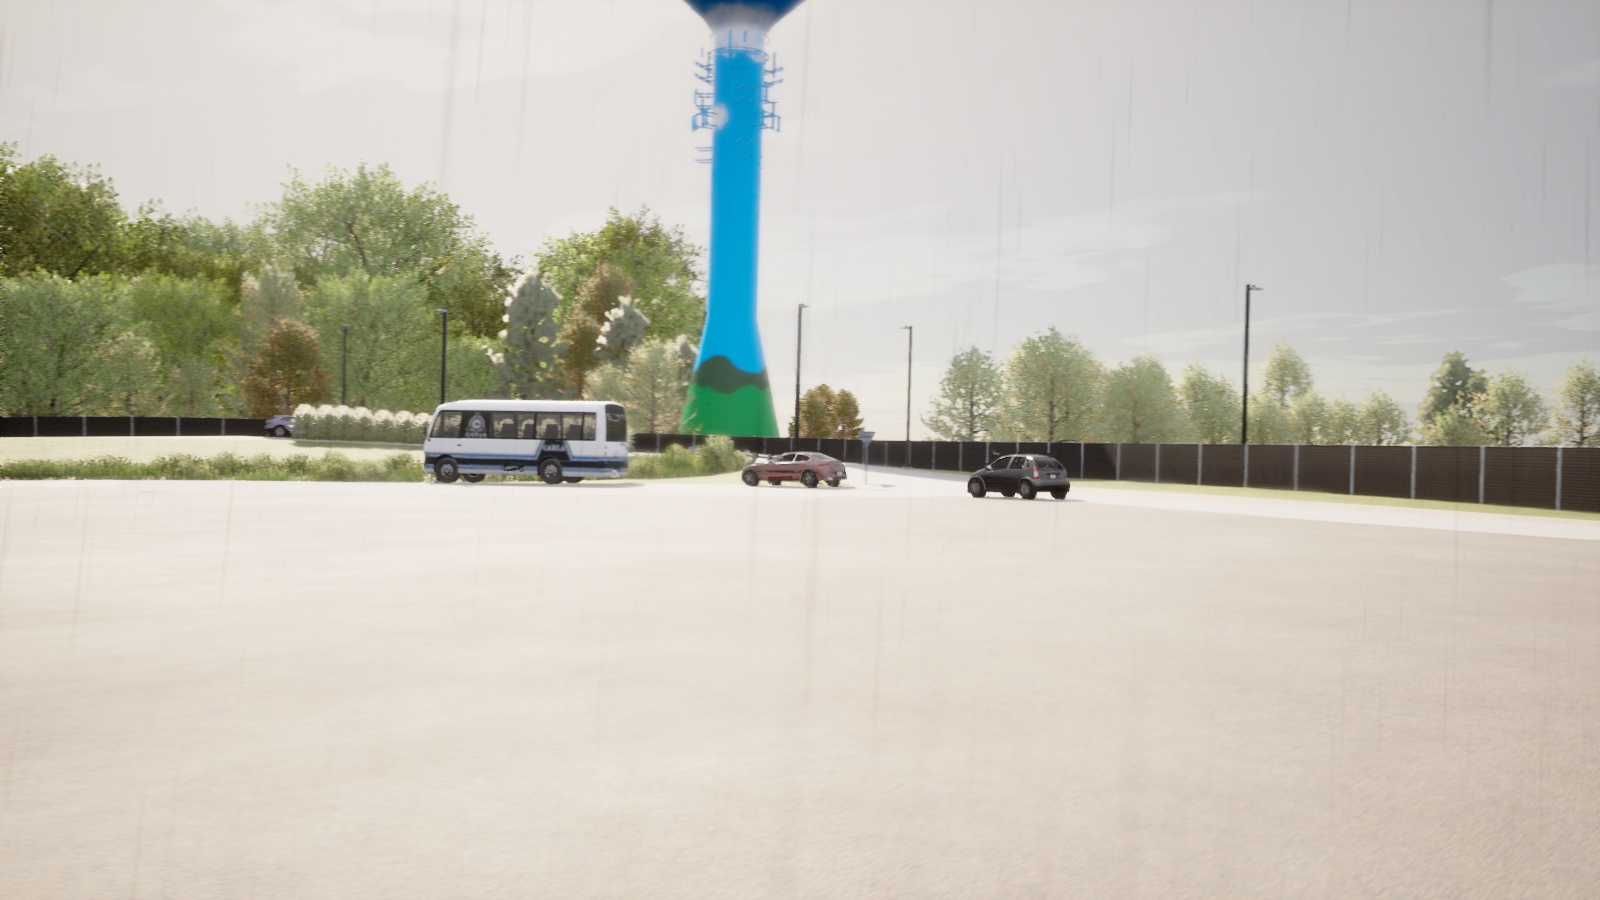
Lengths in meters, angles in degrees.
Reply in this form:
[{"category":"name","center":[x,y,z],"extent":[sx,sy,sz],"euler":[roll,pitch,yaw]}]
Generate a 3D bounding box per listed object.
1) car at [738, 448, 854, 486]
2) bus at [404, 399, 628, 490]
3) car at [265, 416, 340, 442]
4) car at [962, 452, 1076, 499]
[{"category":"car","center":[-0.214,0.745,58.067],"extent":[5.027,1.651,2.152],"euler":[0,1,35]},{"category":"bus","center":[-14.238,-0.314,63.226],"extent":[10.273,4.253,3.944],"euler":[1,0,14]},{"category":"car","center":[-35.254,-1.479,89.005],"extent":[4.856,1.649,2.033],"euler":[2,0,-22]},{"category":"car","center":[7.863,0.880,45.405],"extent":[1.851,1.617,3.988],"euler":[0,0,-32]}]
